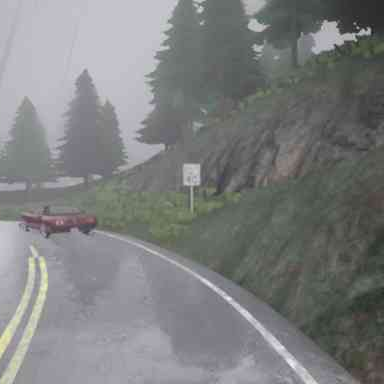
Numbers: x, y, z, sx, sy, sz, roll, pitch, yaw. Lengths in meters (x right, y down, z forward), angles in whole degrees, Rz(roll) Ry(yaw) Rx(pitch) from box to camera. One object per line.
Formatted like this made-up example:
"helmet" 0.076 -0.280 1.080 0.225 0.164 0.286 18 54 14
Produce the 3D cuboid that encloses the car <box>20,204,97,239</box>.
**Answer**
"car" -6.056 1.194 14.681 1.895 1.301 4.718 -1 0 -41
